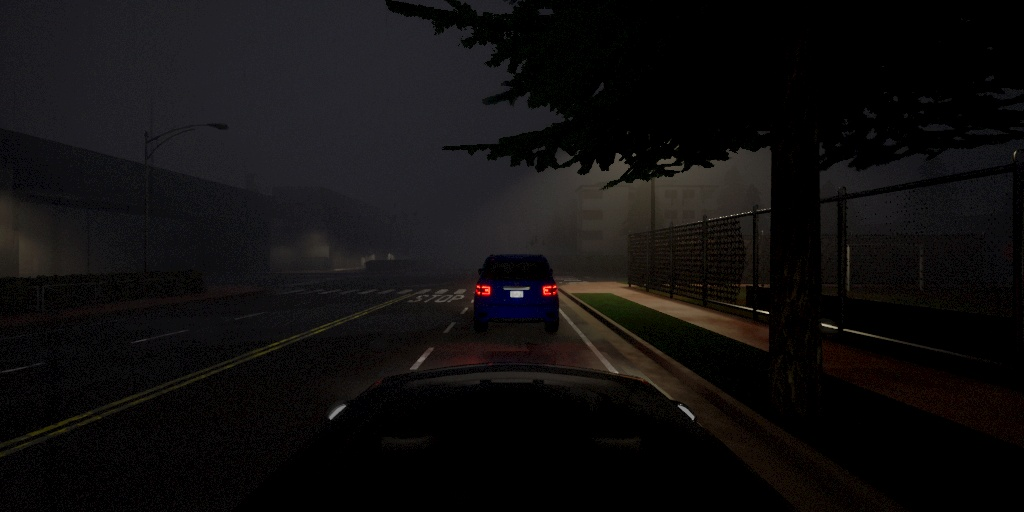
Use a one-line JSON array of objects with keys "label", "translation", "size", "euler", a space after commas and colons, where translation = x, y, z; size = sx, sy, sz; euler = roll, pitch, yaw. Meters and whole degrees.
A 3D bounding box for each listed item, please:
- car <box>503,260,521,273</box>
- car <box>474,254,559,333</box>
[{"label": "car", "translation": [0.013, 1.241, 45.771], "size": [2.128, 1.511, 4.902], "euler": [0, 0, 0]}, {"label": "car", "translation": [0.113, 0.972, 10.933], "size": [2.150, 2.045, 5.566], "euler": [0, 0, 0]}]
